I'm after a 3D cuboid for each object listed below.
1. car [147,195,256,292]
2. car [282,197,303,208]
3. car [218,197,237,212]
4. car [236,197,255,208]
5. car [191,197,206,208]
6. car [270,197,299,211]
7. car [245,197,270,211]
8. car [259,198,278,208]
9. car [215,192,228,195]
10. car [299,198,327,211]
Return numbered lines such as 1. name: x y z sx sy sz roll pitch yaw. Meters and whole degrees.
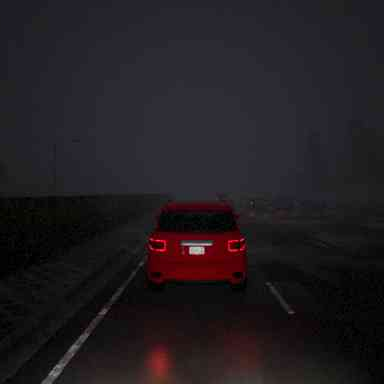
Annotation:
1. car: 0.147 1.221 9.095 2.150 2.045 5.566 0 0 1
2. car: 14.943 1.505 49.817 1.837 1.490 4.892 0 0 1
3. car: 4.258 1.478 40.437 1.882 1.535 5.008 0 0 1
4. car: 7.944 1.491 49.954 2.128 1.511 4.902 0 0 1
5. car: 0.946 1.491 50.090 2.128 1.511 4.902 0 0 1
6. car: 11.280 1.352 41.487 2.097 1.767 4.553 0 0 1
7. car: 7.765 1.352 40.755 2.097 1.767 4.553 0 0 1
8. car: 11.444 1.564 49.886 1.994 1.385 4.181 0 0 1
9. car: 4.446 1.221 50.052 2.150 2.045 5.566 0 0 1
10. car: 14.764 1.478 40.649 1.882 1.535 5.008 0 0 1
